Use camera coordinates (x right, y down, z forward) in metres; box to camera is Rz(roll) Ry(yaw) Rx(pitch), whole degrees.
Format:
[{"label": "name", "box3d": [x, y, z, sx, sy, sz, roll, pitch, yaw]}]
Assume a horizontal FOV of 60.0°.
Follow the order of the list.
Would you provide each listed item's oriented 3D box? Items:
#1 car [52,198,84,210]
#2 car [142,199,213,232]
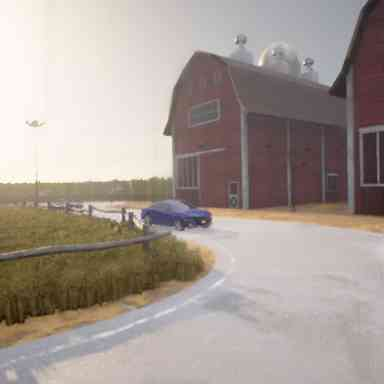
[{"label": "car", "box3d": [-12.075, 1.334, 32.277, 1.994, 1.385, 4.181, -2, 1, -39]}, {"label": "car", "box3d": [-0.924, 1.184, 18.298, 1.882, 1.535, 5.008, -2, 1, -37]}]
